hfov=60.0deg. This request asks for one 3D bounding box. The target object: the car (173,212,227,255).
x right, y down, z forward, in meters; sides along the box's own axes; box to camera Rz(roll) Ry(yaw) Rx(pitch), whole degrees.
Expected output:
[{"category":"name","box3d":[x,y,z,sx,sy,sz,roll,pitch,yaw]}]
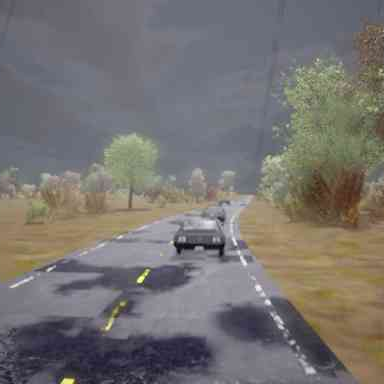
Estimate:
[{"category":"car","box3d":[0.403,1.730,13.977,1.895,1.301,4.718,0,0,4]}]

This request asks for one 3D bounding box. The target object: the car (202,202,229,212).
[{"category":"car","box3d":[1.938,1.821,28.953,1.994,1.385,4.181,0,0,8]}]

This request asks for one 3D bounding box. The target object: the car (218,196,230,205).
[{"category":"car","box3d":[7.015,1.820,72.176,2.150,2.045,5.566,0,0,11]}]
